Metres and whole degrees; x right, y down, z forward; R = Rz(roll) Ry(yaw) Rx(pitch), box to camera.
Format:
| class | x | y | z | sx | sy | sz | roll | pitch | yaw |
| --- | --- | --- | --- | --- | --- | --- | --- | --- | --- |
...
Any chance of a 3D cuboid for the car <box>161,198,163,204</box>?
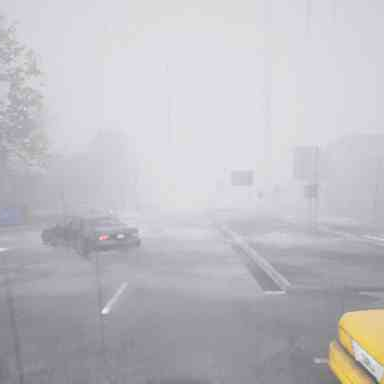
| class | x | y | z | sx | sy | sz | roll | pitch | yaw |
| --- | --- | --- | --- | --- | --- | --- | --- | --- | --- |
| car | -8.064 | 2.220 | 58.428 | 5.008 | 1.535 | 2.097 | 0 | -1 | 1 |

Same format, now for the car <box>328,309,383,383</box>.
| class | x | y | z | sx | sy | sz | roll | pitch | yaw |
| --- | --- | --- | --- | --- | --- | --- | --- | --- | --- |
| car | 4.109 | 1.472 | 2.937 | 5.366 | 1.575 | 1.946 | 0 | 0 | 0 |

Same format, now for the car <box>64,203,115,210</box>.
| class | x | y | z | sx | sy | sz | roll | pitch | yaw |
| --- | --- | --- | --- | --- | --- | --- | --- | --- | --- |
| car | -8.314 | 1.708 | 24.378 | 4.674 | 1.452 | 2.002 | 0 | -1 | 0 |

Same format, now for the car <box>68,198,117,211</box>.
| class | x | y | z | sx | sy | sz | roll | pitch | yaw |
| --- | --- | --- | --- | --- | --- | --- | --- | --- | --- |
| car | -8.359 | 1.592 | 27.550 | 4.553 | 1.767 | 2.185 | 0 | -1 | 0 |

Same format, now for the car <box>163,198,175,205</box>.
| class | x | y | z | sx | sy | sz | roll | pitch | yaw |
| --- | --- | --- | --- | --- | --- | --- | --- | --- | --- |
| car | -7.775 | 2.740 | 90.057 | 5.008 | 1.535 | 2.097 | 0 | -1 | 1 |

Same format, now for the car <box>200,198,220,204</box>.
| class | x | y | z | sx | sy | sz | roll | pitch | yaw |
| --- | --- | --- | --- | --- | --- | --- | --- | --- | --- |
| car | 5.329 | 2.799 | 92.706 | 4.892 | 1.521 | 2.231 | 0 | -1 | 1 |

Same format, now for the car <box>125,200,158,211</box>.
| class | x | y | z | sx | sy | sz | roll | pitch | yaw |
| --- | --- | --- | --- | --- | --- | --- | --- | --- | --- |
| car | -8.112 | 2.153 | 51.879 | 4.674 | 1.452 | 2.002 | 0 | -1 | 1 |

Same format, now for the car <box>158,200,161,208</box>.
| class | x | y | z | sx | sy | sz | roll | pitch | yaw |
| --- | --- | --- | --- | --- | --- | --- | --- | --- | --- |
| car | -8.081 | 2.168 | 55.155 | 4.892 | 1.521 | 2.231 | 0 | -1 | 0 |

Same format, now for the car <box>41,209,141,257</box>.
| class | x | y | z | sx | sy | sz | roll | pitch | yaw |
| --- | --- | --- | --- | --- | --- | --- | --- | --- | --- |
| car | -4.182 | 1.587 | 13.231 | 2.033 | 1.411 | 5.357 | 1 | -1 | -44 |

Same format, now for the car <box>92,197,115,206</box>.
| class | x | y | z | sx | sy | sz | roll | pitch | yaw |
| --- | --- | --- | --- | --- | --- | --- | --- | --- | --- |
| car | -19.980 | 2.130 | 75.051 | 4.553 | 1.767 | 2.097 | 1 | 2 | 0 |
